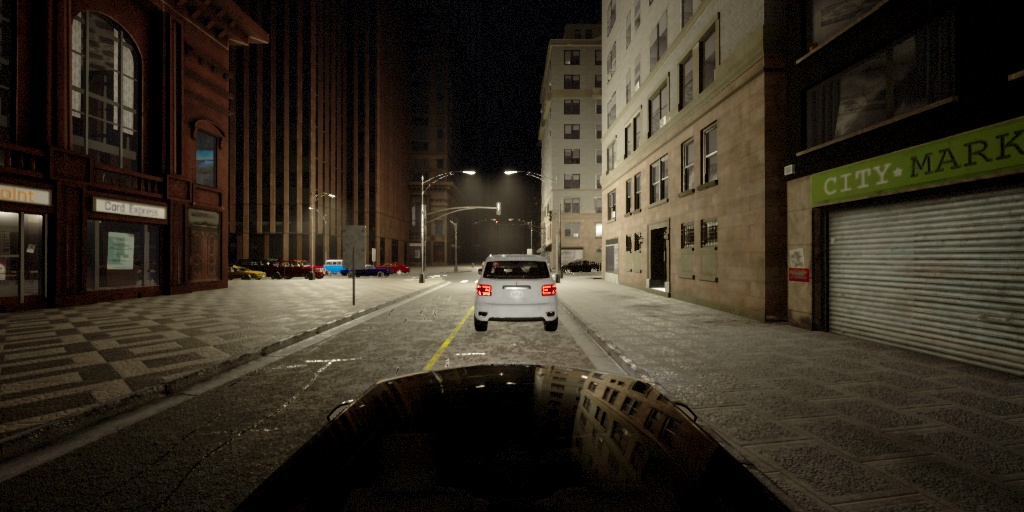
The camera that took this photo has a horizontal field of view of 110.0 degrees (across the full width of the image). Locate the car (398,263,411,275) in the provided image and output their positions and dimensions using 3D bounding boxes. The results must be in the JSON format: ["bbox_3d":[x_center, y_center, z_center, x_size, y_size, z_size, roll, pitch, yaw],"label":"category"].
[{"bbox_3d":[-13.993,1.477,41.254,4.507,1.381,1.888,0,0,0],"label":"car"}]

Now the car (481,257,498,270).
[{"bbox_3d":[-3.133,1.097,51.784,2.097,1.767,4.553,0,0,1],"label":"car"}]

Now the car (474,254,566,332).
[{"bbox_3d":[0.096,0.974,11.067,2.150,2.045,5.566,0,0,0],"label":"car"}]

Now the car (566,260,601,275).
[{"bbox_3d":[6.925,1.168,37.723,4.892,1.490,1.837,-1,0,-10],"label":"car"}]

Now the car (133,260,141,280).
[{"bbox_3d":[-34.480,1.372,35.376,5.566,2.045,2.150,-1,0,0],"label":"car"}]

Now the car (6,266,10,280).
[{"bbox_3d":[-47.756,1.849,32.835,4.403,1.370,2.007,0,0,0],"label":"car"}]

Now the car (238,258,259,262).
[{"bbox_3d":[-24.124,1.247,35.325,5.566,2.045,2.150,-1,0,-1],"label":"car"}]

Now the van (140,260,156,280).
[{"bbox_3d":[-30.883,1.435,32.782,3.998,1.789,1.690,0,0,0],"label":"van"}]

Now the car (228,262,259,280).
[{"bbox_3d":[-25.089,1.552,32.763,4.829,1.417,1.751,0,0,0],"label":"car"}]

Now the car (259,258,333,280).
[{"bbox_3d":[-19.635,1.273,32.746,5.009,1.841,2.192,0,0,0],"label":"car"}]

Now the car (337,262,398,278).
[{"bbox_3d":[-14.160,1.506,35.300,4.718,1.301,1.895,-1,0,0],"label":"car"}]

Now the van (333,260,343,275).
[{"bbox_3d":[-19.617,1.340,41.272,3.998,1.789,1.690,0,0,0],"label":"van"}]
